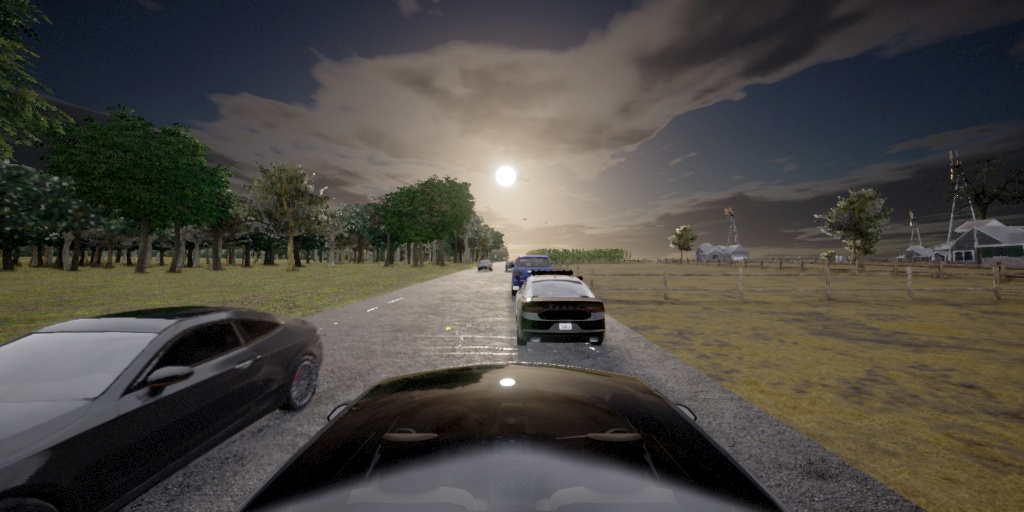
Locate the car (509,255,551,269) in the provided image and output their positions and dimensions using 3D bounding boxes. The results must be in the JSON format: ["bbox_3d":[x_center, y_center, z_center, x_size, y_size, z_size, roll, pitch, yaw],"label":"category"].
[{"bbox_3d":[1.055,0.984,19.560,2.150,2.045,5.566,0,0,0],"label":"car"}]

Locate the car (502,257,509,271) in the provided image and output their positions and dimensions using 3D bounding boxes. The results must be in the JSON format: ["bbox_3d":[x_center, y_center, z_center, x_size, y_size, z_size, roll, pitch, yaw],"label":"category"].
[{"bbox_3d":[0.050,1.253,50.136,2.128,1.511,4.902,0,0,1],"label":"car"}]

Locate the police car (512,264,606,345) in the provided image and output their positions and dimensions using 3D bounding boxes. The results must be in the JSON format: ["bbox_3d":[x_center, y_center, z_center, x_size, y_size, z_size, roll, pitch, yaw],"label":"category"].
[{"bbox_3d":[1.051,1.181,9.628,1.930,1.638,5.238,0,0,0],"label":"police car"}]

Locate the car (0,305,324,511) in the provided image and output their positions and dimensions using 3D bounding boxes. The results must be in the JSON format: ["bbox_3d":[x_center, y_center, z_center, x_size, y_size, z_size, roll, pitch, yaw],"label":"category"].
[{"bbox_3d":[-3.600,1.277,3.385,1.812,1.442,4.674,0,0,0],"label":"car"}]

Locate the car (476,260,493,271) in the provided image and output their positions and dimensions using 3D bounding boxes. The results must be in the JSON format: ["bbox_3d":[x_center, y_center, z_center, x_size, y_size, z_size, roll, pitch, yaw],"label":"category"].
[{"bbox_3d":[-3.585,1.267,48.097,1.837,1.490,4.892,0,0,0],"label":"car"}]
